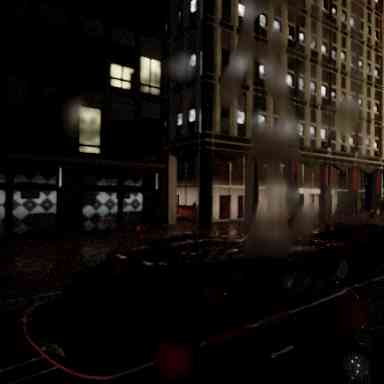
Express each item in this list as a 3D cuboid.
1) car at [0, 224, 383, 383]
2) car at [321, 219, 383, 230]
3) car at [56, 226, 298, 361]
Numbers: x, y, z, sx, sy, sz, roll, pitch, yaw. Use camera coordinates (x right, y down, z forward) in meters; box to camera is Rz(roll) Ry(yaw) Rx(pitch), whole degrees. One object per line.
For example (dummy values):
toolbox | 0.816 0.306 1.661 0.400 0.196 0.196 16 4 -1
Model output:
car | -0.288 1.346 3.172 4.553 1.767 2.097 0 0 -35
car | 4.406 1.510 9.685 4.507 1.381 1.887 0 1 -35
car | -0.133 1.553 6.448 4.313 1.339 1.947 0 1 -35
